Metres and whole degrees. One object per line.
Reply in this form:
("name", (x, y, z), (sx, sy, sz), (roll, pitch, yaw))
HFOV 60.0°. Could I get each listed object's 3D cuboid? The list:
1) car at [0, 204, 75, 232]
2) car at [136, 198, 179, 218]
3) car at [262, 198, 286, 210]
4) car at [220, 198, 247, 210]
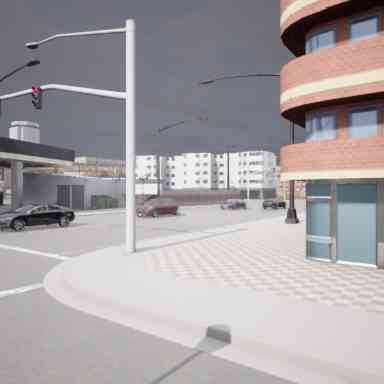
("car", (-9.602, 1.491, 20.477), (2.128, 1.511, 4.902), (0, 0, 34))
("car", (-3.126, 1.352, 29.932), (2.097, 1.767, 4.553), (0, 0, 34))
("car", (10.870, 1.491, 43.704), (2.128, 1.511, 4.902), (0, 0, 35))
("car", (5.338, 1.526, 42.168), (1.812, 1.442, 4.674), (0, 0, 35))
